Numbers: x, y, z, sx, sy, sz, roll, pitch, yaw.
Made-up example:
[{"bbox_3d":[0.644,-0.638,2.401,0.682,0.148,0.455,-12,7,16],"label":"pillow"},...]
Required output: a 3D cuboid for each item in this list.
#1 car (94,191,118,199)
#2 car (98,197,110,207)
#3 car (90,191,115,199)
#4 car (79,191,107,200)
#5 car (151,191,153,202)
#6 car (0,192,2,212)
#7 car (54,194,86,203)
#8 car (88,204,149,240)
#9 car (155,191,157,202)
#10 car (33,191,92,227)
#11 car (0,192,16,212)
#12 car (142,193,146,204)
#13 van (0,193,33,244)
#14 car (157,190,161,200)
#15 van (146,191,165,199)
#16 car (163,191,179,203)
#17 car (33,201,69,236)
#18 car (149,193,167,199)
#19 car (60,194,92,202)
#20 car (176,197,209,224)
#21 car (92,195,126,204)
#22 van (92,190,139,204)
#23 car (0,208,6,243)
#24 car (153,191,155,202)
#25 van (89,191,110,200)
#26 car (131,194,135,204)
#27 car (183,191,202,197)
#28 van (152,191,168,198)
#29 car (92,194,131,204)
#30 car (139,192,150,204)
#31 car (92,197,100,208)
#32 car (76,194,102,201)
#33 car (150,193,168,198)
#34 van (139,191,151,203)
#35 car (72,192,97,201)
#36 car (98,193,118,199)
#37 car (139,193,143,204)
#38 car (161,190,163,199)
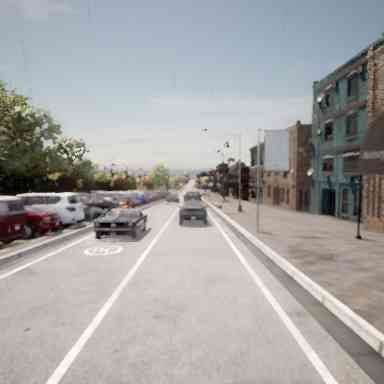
[{"bbox_3d":[-22.053,0.754,85.205,5.566,2.045,2.435,0,0,0],"label":"car"},{"bbox_3d":[-8.853,1.313,24.181,4.792,1.488,2.163,0,0,0],"label":"car"},{"bbox_3d":[-22.105,0.771,82.428,5.566,2.045,2.435,0,0,0],"label":"car"},{"bbox_3d":[-22.089,0.808,74.102,5.566,2.045,2.435,0,0,0],"label":"car"},{"bbox_3d":[-8.968,1.026,52.210,4.553,1.767,2.185,0,0,0],"label":"car"},{"bbox_3d":[-21.949,0.988,32.337,5.566,2.045,2.435,0,0,0],"label":"car"},{"bbox_3d":[-22.038,1.120,60.223,4.892,1.521,2.231,0,0,0],"label":"car"},{"bbox_3d":[-3.360,1.473,16.418,1.895,1.301,4.718,0,0,0],"label":"car"},{"bbox_3d":[-8.917,1.002,57.817,4.553,1.767,2.185,0,0,0],"label":"car"},{"bbox_3d":[-8.899,1.072,18.574,5.566,2.045,2.435,0,0,0],"label":"car"},{"bbox_3d":[-21.955,0.976,34.999,5.566,2.045,2.435,0,0,0],"label":"car"},{"bbox_3d":[-8.891,1.218,43.801,4.792,1.488,2.163,0,0,0],"label":"car"},{"bbox_3d":[-8.977,1.140,12.966,4.442,1.987,1.878,0,0,0],"label":"van"},{"bbox_3d":[-8.925,0.864,60.619,5.566,2.045,2.435,0,0,0],"label":"car"},{"bbox_3d":[-9.114,0.793,83.044,4.442,1.987,1.878,0,0,0],"label":"van"},{"bbox_3d":[-3.338,1.001,58.258,2.097,1.767,4.553,0,0,0],"label":"car"},{"bbox_3d":[-8.860,1.344,15.772,5.008,1.535,2.097,0,0,0],"label":"car"},{"bbox_3d":[-9.006,1.021,88.656,4.674,1.452,2.002,0,0,0],"label":"car"},{"bbox_3d":[-21.853,1.104,63.000,5.366,1.575,1.946,0,0,0],"label":"car"},{"bbox_3d":[0.086,1.331,22.840,1.837,1.490,4.892,0,1,0],"label":"car"},{"bbox_3d":[-8.888,1.250,29.788,5.008,1.535,2.097,0,0,0],"label":"car"},{"bbox_3d":[-8.793,0.987,38.194,4.442,1.987,1.878,0,0,0],"label":"van"},{"bbox_3d":[-8.850,1.388,10.166,4.892,1.521,2.231,0,0,0],"label":"car"},{"bbox_3d":[-8.911,1.014,55.013,4.553,1.767,2.185,0,0,0],"label":"car"},{"bbox_3d":[-22.188,0.809,79.652,4.442,1.987,1.878,0,0,0],"label":"van"},{"bbox_3d":[-8.933,1.254,35.391,4.792,1.488,2.163,0,0,0],"label":"car"},{"bbox_3d":[0.065,0.947,41.666,2.150,2.045,5.566,0,0,0],"label":"car"},{"bbox_3d":[-9.136,0.704,94.264,4.442,1.987,1.878,0,1,0],"label":"van"},{"bbox_3d":[-9.084,1.234,32.588,5.366,1.575,1.946,0,0,0],"label":"car"},{"bbox_3d":[-8.921,1.176,46.604,5.008,1.535,2.097,0,0,0],"label":"car"},{"bbox_3d":[-8.872,1.303,21.383,4.892,1.521,2.231,0,0,0],"label":"car"},{"bbox_3d":[-22.026,1.100,71.328,4.792,1.488,2.163,0,0,0],"label":"car"},{"bbox_3d":[-9.044,0.988,91.464,4.792,1.488,2.163,0,1,0],"label":"car"},{"bbox_3d":[-8.815,0.938,49.407,4.442,1.987,1.878,0,0,0],"label":"van"},{"bbox_3d":[-22.080,0.957,68.550,4.553,1.767,2.185,0,0,0],"label":"car"},{"bbox_3d":[-22.116,1.016,87.982,4.792,1.488,2.163,0,0,0],"label":"car"},{"bbox_3d":[-8.886,1.230,40.998,4.792,1.488,2.163,0,0,0],"label":"car"},{"bbox_3d":[-8.931,0.852,63.423,5.566,2.045,2.435,0,0,0],"label":"car"}]
